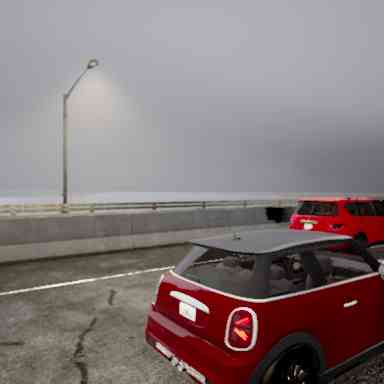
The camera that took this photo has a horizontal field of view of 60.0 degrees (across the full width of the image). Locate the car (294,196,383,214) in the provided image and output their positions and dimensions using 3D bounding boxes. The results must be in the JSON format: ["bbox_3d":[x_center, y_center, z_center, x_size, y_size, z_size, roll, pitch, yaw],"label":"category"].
[{"bbox_3d":[5.934,1.201,12.243,5.566,2.045,2.150,0,0,-35],"label":"car"}]

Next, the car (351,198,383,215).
[{"bbox_3d":[18.498,1.443,34.100,4.892,1.490,1.837,0,0,-35],"label":"car"}]

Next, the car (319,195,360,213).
[{"bbox_3d":[16.356,1.291,36.871,4.553,1.767,2.097,0,0,-35],"label":"car"}]

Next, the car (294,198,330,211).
[{"bbox_3d":[14.422,1.502,39.787,4.181,1.385,1.994,0,0,-35],"label":"car"}]

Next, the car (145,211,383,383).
[{"bbox_3d":[1.682,1.345,4.935,4.553,1.767,2.097,0,0,-35],"label":"car"}]
